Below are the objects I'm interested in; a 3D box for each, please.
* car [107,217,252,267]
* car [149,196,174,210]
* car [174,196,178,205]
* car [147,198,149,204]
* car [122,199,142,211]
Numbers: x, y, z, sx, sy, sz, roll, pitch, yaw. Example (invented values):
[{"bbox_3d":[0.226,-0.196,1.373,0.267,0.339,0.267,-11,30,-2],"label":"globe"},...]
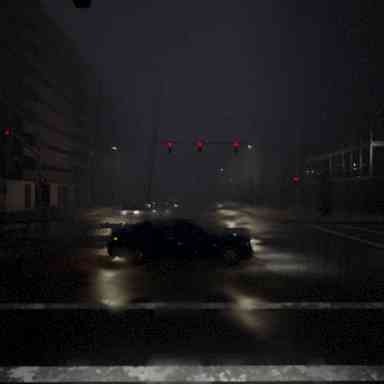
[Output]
[{"bbox_3d":[-0.392,1.568,10.977,4.674,1.442,1.812,0,0,0],"label":"car"},{"bbox_3d":[-3.938,1.384,43.498,2.097,1.767,4.553,0,0,1],"label":"car"},{"bbox_3d":[-3.690,1.523,62.127,1.882,1.535,5.008,0,0,1],"label":"car"},{"bbox_3d":[-7.189,1.610,62.256,1.994,1.385,4.181,0,0,1],"label":"car"},{"bbox_3d":[-7.451,1.556,41.645,1.812,1.442,4.674,0,0,0],"label":"car"}]
